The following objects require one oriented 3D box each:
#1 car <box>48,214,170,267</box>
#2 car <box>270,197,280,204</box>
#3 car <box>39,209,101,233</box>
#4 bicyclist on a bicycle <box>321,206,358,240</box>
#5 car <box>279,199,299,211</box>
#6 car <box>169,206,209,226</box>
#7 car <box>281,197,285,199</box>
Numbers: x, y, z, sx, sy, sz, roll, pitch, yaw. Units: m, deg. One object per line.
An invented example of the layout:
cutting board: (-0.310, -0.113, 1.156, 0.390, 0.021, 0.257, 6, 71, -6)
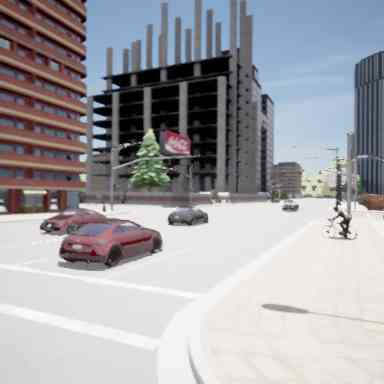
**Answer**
car: (-2.738, 1.682, 12.109, 1.994, 1.385, 4.181, 0, -1, 23)
car: (22.978, 2.445, 91.935, 1.837, 1.490, 4.892, 0, 0, 25)
car: (-6.994, 1.702, 20.098, 1.994, 1.385, 4.181, 0, 0, 25)
bicyclist on a bicycle: (7.286, 1.544, 16.472, 1.656, 1.620, 0.582, 0, -1, 25)
car: (14.719, 2.157, 49.452, 1.895, 1.301, 4.718, 0, 0, 25)
car: (-0.241, 1.807, 25.827, 1.994, 1.385, 4.181, 0, 0, 25)
car: (26.145, 2.516, 90.446, 1.994, 1.385, 4.181, 0, 0, 25)
